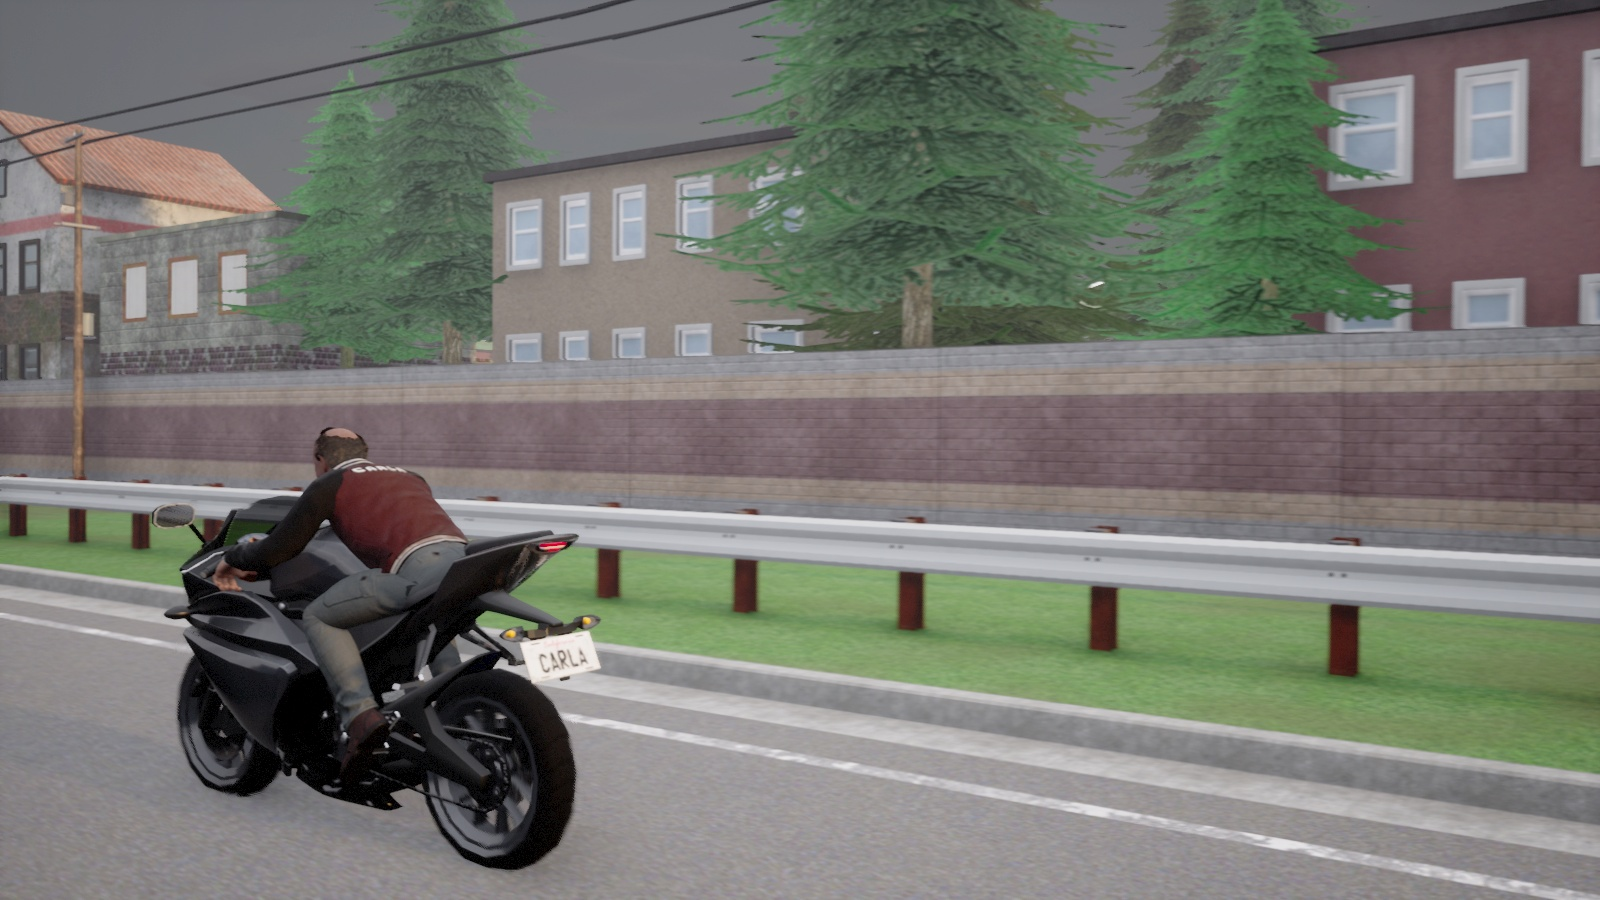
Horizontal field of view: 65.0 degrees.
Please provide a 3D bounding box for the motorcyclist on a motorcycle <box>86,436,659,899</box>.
[{"bbox_3d":[-1.666,0.724,4.732,2.191,1.530,0.866,0,1,34],"label":"motorcyclist on a motorcycle"}]
